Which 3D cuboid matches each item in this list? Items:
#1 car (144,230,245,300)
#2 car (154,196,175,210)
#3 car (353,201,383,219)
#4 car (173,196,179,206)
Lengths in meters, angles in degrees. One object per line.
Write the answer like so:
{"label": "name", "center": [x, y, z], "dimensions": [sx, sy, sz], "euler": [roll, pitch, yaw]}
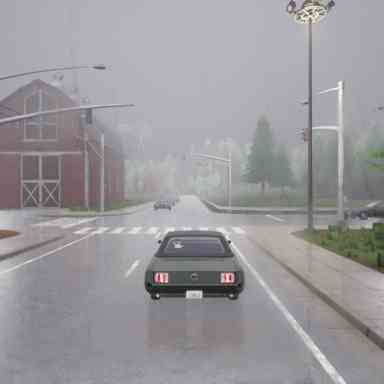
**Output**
{"label": "car", "center": [0.063, 1.601, 8.339], "dimensions": [1.895, 1.301, 4.718], "euler": [0, 0, 0]}
{"label": "car", "center": [-3.614, 1.563, 42.150], "dimensions": [1.994, 1.385, 4.181], "euler": [0, 0, 0]}
{"label": "car", "center": [15.106, 1.499, 27.134], "dimensions": [4.674, 1.442, 1.812], "euler": [0, 0, -1]}
{"label": "car", "center": [-3.611, 1.504, 53.417], "dimensions": [1.837, 1.490, 4.892], "euler": [0, 0, 0]}
